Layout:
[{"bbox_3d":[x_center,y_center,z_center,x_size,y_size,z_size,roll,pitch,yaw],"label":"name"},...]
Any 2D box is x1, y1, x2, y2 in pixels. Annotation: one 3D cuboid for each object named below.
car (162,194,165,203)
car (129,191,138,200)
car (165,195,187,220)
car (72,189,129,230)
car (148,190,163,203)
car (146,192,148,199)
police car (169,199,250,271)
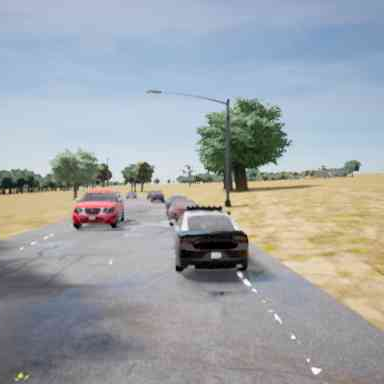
[{"bbox_3d":[-1.148,1.024,26.246,1.837,1.490,4.892,0,1,-6],"label":"car"},{"bbox_3d":[-10.971,0.595,60.904,2.128,1.511,4.902,0,0,-10],"label":"car"},{"bbox_3d":[-0.515,1.151,20.246,1.812,1.442,4.674,0,1,-6],"label":"car"},{"bbox_3d":[-5.064,0.866,18.738,2.150,2.045,5.566,0,1,-6],"label":"car"},{"bbox_3d":[-4.914,0.711,46.980,1.837,1.490,4.892,0,0,-9],"label":"car"},{"bbox_3d":[-7.110,0.459,60.265,2.097,1.767,4.553,0,0,-11],"label":"car"},{"bbox_3d":[0.366,1.228,10.337,1.930,1.638,5.238,0,1,-4],"label":"police car"}]
